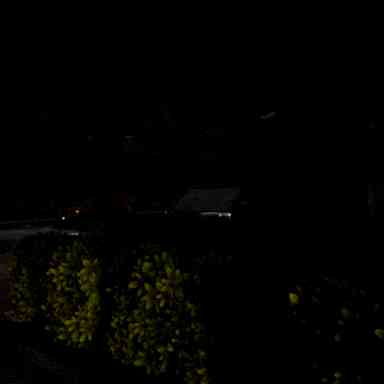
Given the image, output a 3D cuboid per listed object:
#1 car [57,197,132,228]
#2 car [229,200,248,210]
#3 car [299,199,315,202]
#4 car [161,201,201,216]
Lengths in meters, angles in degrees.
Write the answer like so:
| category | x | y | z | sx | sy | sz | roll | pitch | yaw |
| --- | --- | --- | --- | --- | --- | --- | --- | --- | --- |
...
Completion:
| category | x | y | z | sx | sy | sz | roll | pitch | yaw |
| --- | --- | --- | --- | --- | --- | --- | --- | --- | --- |
| car | -6.915 | 1.384 | 24.294 | 2.150 | 2.045 | 5.566 | 0 | 0 | 36 |
| car | 5.249 | 1.688 | 40.537 | 1.812 | 1.442 | 4.674 | 0 | 0 | 40 |
| car | 16.347 | 1.726 | 47.053 | 4.181 | 1.385 | 1.994 | 0 | 0 | -44 |
| car | -0.970 | 1.667 | 32.502 | 1.837 | 1.490 | 4.892 | 0 | 0 | 36 |
